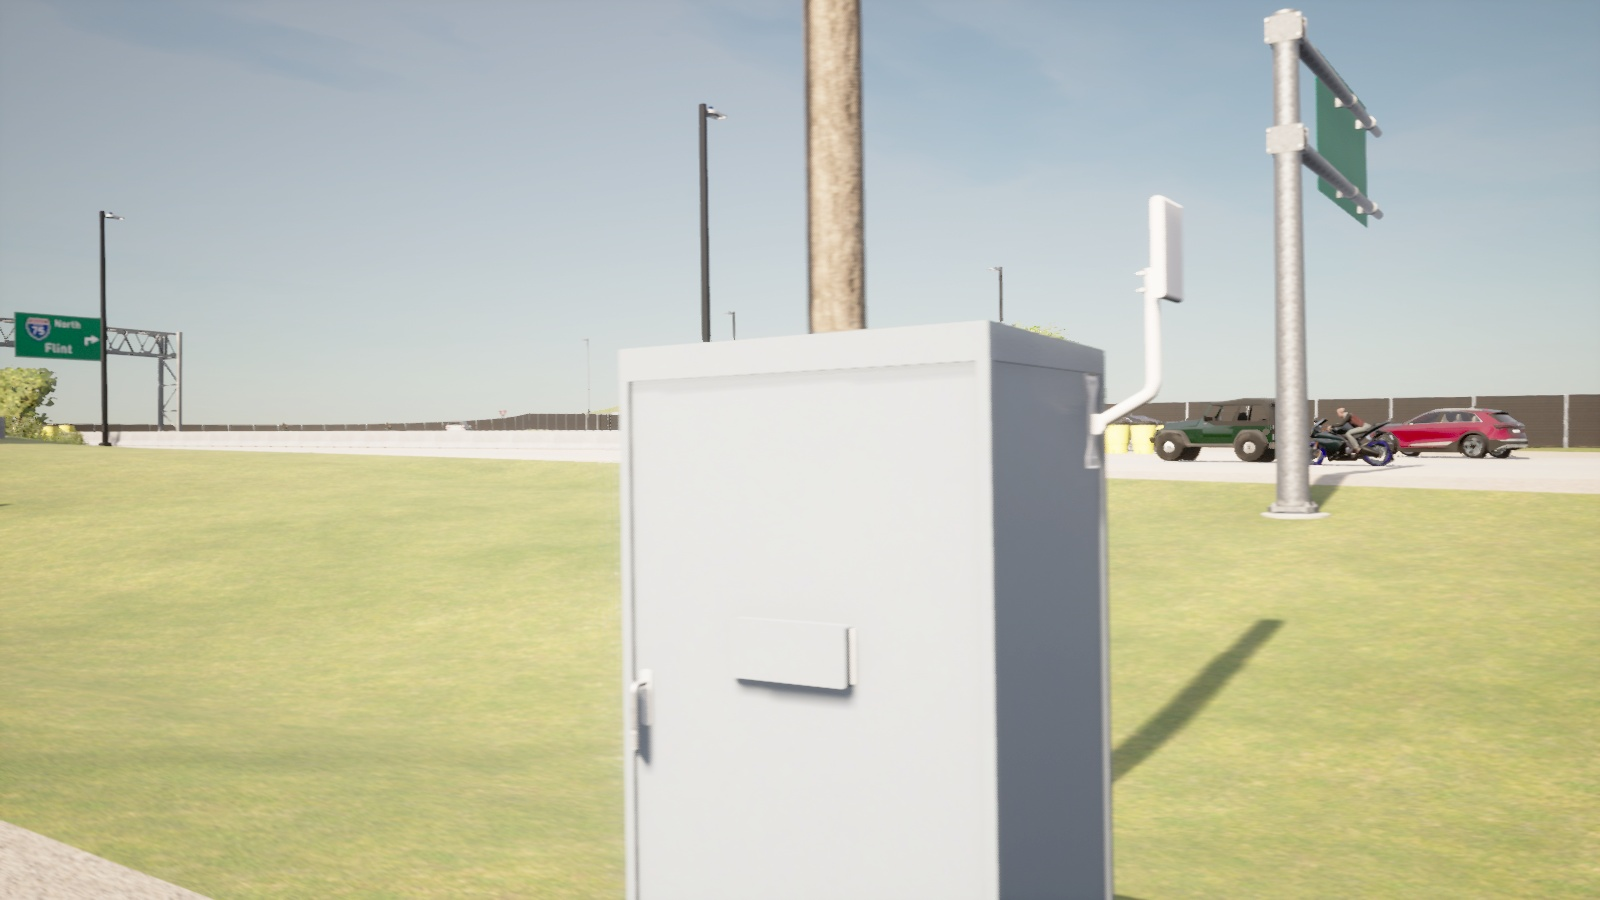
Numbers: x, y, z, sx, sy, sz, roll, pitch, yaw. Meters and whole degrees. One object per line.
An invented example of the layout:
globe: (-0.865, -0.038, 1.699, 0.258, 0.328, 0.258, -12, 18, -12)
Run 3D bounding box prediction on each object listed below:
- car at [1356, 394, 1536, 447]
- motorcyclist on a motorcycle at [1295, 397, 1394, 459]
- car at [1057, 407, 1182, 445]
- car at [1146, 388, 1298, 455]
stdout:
car: (21.163, -0.937, 41.330, 2.033, 1.649, 4.856, -2, 1, -37)
motorcyclist on a motorcycle: (13.868, -0.552, 32.014, 2.191, 1.530, 0.866, -1, 1, 34)
car: (13.295, -0.989, 52.508, 2.128, 1.511, 4.902, -2, 2, -34)
car: (12.481, -0.815, 37.195, 3.866, 1.878, 1.905, -1, 1, 34)
